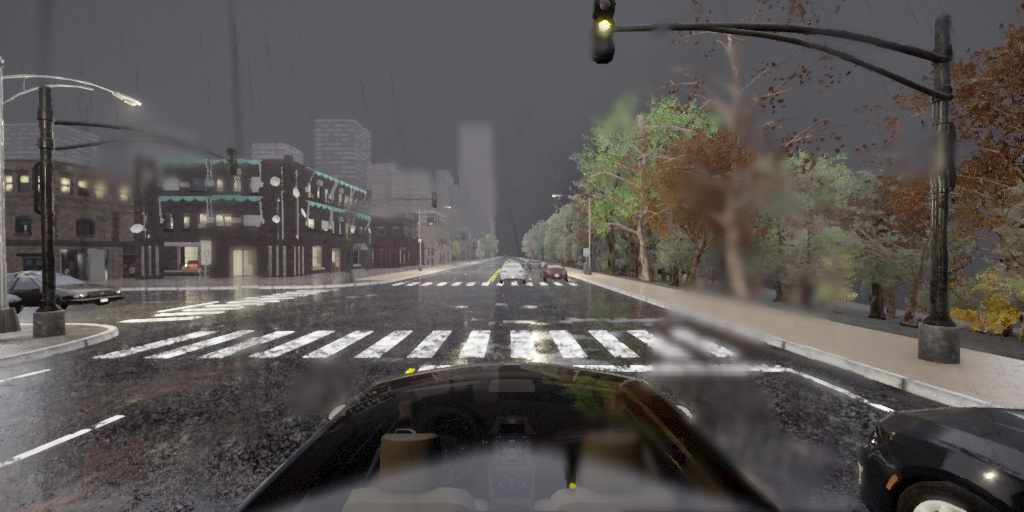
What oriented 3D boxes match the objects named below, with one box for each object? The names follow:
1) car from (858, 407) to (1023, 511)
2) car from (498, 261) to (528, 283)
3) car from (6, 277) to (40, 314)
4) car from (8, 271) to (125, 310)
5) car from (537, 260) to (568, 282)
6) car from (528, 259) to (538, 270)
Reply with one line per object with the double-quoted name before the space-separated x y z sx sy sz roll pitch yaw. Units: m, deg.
"car" 3.352 1.255 0.472 1.837 1.490 4.892 0 0 0
"car" 0.047 1.266 27.843 1.812 1.442 4.674 0 0 0
"car" -19.969 1.564 12.473 4.313 1.339 1.948 0 0 0
"car" -19.906 1.517 15.179 5.357 1.411 2.033 -1 1 0
"car" 3.295 1.266 28.689 1.812 1.442 4.674 0 0 0
"car" 3.248 1.220 51.665 2.128 1.511 4.902 0 0 0
